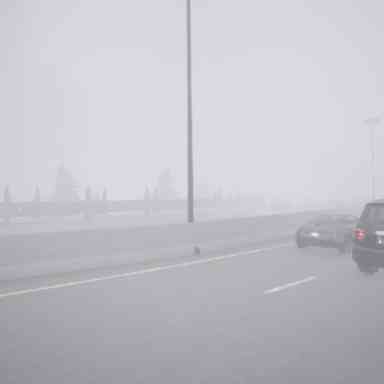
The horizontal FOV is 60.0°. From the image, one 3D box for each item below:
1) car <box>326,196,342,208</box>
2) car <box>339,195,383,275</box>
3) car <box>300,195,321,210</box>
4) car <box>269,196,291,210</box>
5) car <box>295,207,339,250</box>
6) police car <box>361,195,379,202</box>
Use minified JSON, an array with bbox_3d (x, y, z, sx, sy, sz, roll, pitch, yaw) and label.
[{"bbox_3d":[16.981,1.528,38.987,2.128,1.511,4.902,0,-1,30],"label":"car"},{"bbox_3d":[6.558,1.198,9.402,5.566,2.045,2.150,0,0,-42],"label":"car"},{"bbox_3d":[15.941,1.568,44.276,2.128,1.511,4.902,0,-1,27],"label":"car"},{"bbox_3d":[11.618,1.588,43.682,2.128,1.511,4.902,0,-1,29],"label":"car"},{"bbox_3d":[6.026,1.552,13.750,4.181,1.385,1.994,0,0,-43],"label":"car"},{"bbox_3d":[44.861,1.522,83.982,1.930,1.638,5.238,-1,0,1],"label":"police car"}]
